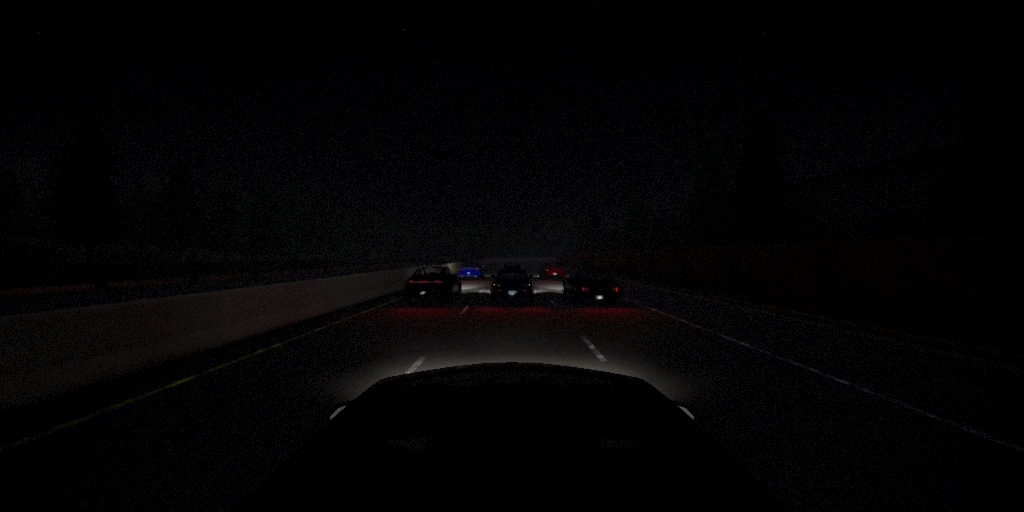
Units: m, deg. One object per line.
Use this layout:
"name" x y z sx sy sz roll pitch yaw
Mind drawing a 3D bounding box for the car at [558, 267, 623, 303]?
"car" 3.500 1.363 16.530 1.895 1.301 4.718 0 0 0

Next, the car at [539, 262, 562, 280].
"car" 3.500 1.280 31.500 1.812 1.442 4.674 0 0 0

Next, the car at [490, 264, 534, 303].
"car" 0.000 1.280 16.500 1.812 1.442 4.674 0 0 0

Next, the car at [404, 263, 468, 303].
"car" -3.500 1.242 16.500 2.128 1.511 4.902 0 0 0

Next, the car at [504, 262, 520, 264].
"car" 0.000 1.243 31.500 2.128 1.511 4.902 0 0 0

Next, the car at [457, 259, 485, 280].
"car" -3.500 1.232 31.500 1.882 1.535 5.008 0 0 0
